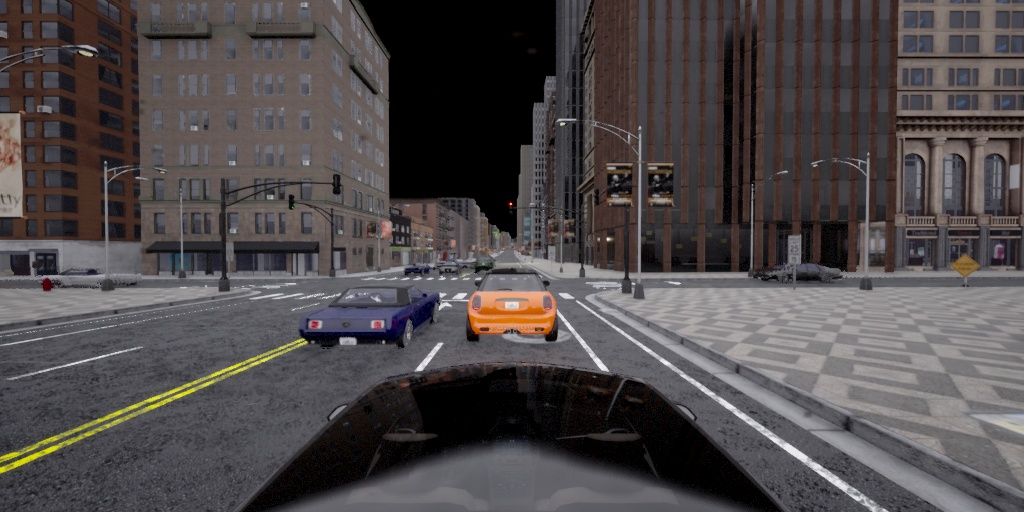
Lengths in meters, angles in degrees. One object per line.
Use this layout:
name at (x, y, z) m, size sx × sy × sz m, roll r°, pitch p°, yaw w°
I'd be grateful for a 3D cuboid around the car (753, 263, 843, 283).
car at (20.404, 1.179, 25.700) m, size 5.357 × 1.411 × 2.033 m, roll 0°, pitch 1°, yaw 0°

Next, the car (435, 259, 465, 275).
car at (-6.598, 1.331, 38.894) m, size 1.994 × 1.385 × 4.181 m, roll 0°, pitch 0°, yaw 0°

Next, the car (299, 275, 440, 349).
car at (-3.149, 1.350, 9.118) m, size 1.895 × 1.301 × 4.718 m, roll 0°, pitch 0°, yaw 0°

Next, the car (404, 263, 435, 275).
car at (-9.850, 1.367, 37.687) m, size 1.895 × 1.301 × 4.718 m, roll 0°, pitch 0°, yaw 0°

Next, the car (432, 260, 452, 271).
car at (-9.845, 1.338, 50.396) m, size 1.994 × 1.385 × 4.181 m, roll 0°, pitch 0°, yaw 0°

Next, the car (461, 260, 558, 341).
car at (0.010, 1.101, 10.005) m, size 2.097 × 1.767 × 4.553 m, roll 0°, pitch 0°, yaw 0°

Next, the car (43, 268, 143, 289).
car at (-27.526, 1.461, 23.689) m, size 4.718 × 1.301 × 1.895 m, roll 0°, pitch 1°, yaw 0°

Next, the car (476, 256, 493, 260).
car at (-3.150, 0.991, 42.585) m, size 2.150 × 2.045 × 5.566 m, roll 0°, pitch 0°, yaw 0°

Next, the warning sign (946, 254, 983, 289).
warning sign at (25.178, 0.827, 19.909) m, size 1.060 × 1.860 × 1.300 m, roll 0°, pitch 0°, yaw 0°
